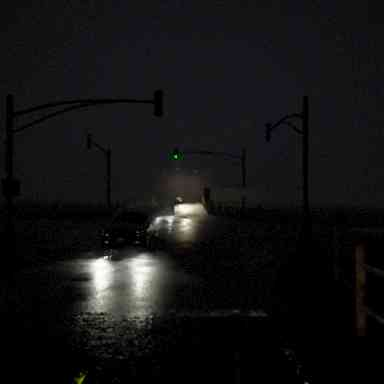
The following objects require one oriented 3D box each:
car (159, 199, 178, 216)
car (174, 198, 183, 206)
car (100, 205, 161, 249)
[{"bbox_3d":[-2.765,1.773,34.341,1.994,1.385,4.181,0,0,0],"label":"car"},{"bbox_3d":[-2.649,1.837,62.742,2.128,1.511,4.902,0,0,0],"label":"car"},{"bbox_3d":[-2.740,1.544,15.249,1.882,1.535,5.008,1,0,0],"label":"car"}]
